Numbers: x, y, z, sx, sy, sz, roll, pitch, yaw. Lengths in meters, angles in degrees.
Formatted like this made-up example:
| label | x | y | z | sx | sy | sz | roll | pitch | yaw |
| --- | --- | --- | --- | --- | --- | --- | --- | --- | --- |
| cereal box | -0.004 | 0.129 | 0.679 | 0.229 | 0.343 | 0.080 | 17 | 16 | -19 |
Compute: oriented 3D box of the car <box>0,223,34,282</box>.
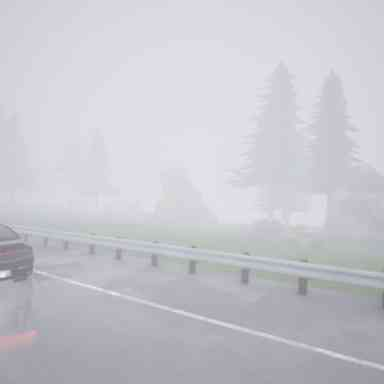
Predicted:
| label | x | y | z | sx | sy | sz | roll | pitch | yaw |
| --- | --- | --- | --- | --- | --- | --- | --- | --- | --- |
| car | -5.910 | 1.482 | 8.512 | 4.892 | 1.490 | 1.837 | 0 | 0 | 37 |
